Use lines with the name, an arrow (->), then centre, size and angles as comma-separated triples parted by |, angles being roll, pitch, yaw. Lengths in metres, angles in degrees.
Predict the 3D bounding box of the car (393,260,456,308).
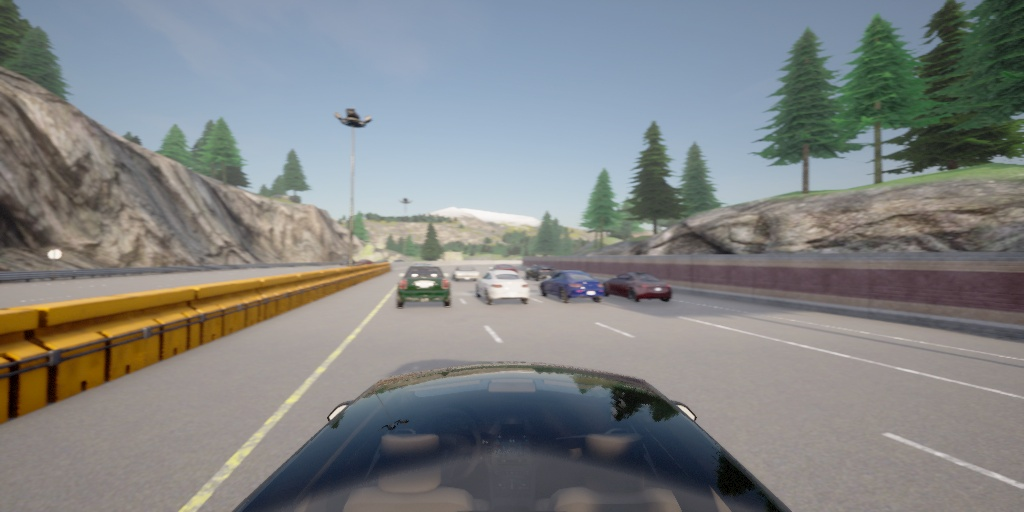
car -> -3.854, 1.155, 15.741 | 2.097, 1.767, 4.553 | 1, -1, -14

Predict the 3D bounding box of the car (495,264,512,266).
car -> -0.841, 1.447, 32.385 | 1.882, 1.535, 5.008 | 1, 0, -14

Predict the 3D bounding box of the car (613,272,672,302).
car -> 6.265, 1.523, 18.540 | 1.994, 1.385, 4.181 | 1, 0, -14

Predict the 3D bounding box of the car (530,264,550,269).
car -> 2.594, 1.512, 33.067 | 2.128, 1.511, 4.902 | 1, 0, -14

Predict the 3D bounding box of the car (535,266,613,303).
car -> 2.856, 1.434, 17.752 | 1.812, 1.442, 4.674 | 1, 0, -14

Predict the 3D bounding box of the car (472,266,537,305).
car -> -0.534, 1.382, 16.883 | 1.812, 1.442, 4.674 | 1, 0, -14

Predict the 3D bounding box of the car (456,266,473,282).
car -> -4.148, 1.517, 31.160 | 1.895, 1.301, 4.718 | 1, 0, -14
